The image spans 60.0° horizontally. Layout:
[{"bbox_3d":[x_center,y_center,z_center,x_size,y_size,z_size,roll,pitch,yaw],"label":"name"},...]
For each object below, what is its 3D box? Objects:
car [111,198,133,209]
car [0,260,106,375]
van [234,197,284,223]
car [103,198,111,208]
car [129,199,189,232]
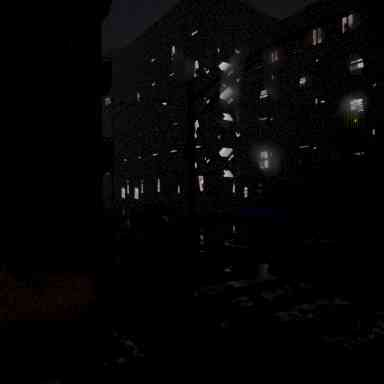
[{"bbox_3d":[-8.385,1.463,43.262,1.887,1.381,4.507,-1,0,-36],"label":"car"},{"bbox_3d":[-3.551,1.525,4.032,4.829,1.417,1.752,0,0,-36],"label":"car"},{"bbox_3d":[4.932,1.280,24.945,1.690,1.788,3.998,0,0,-36],"label":"van"},{"bbox_3d":[-11.715,1.463,47.841,1.887,1.381,4.507,-1,0,-36],"label":"car"},{"bbox_3d":[-1.856,1.441,20.033,1.967,1.590,4.097,0,0,-36],"label":"car"}]
